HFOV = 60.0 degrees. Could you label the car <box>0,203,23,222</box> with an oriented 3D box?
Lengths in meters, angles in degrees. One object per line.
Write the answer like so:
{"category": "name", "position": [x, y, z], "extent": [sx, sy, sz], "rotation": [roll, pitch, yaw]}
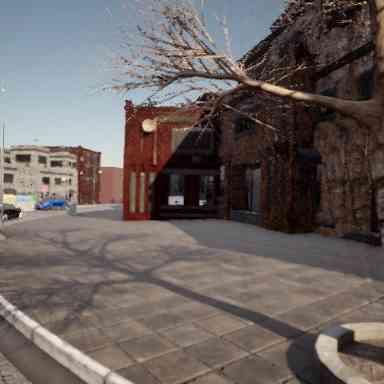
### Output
{"category": "car", "position": [-16.260, 1.654, 28.499], "extent": [1.882, 1.535, 5.008], "rotation": [1, -1, -6]}

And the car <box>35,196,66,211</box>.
{"category": "car", "position": [-19.695, 1.571, 46.672], "extent": [2.150, 2.045, 5.566], "rotation": [1, 0, 5]}
